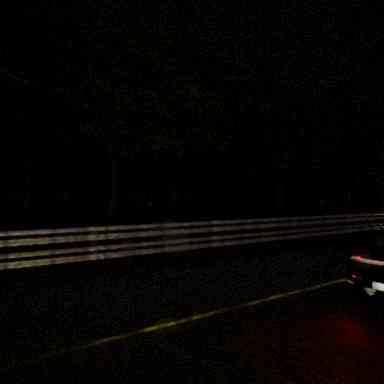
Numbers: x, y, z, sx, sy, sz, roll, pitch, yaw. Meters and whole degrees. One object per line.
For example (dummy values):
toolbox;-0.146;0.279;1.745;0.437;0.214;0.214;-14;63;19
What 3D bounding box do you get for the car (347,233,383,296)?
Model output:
car;5.544;1.605;7.700;4.902;1.511;2.128;1;0;-35
